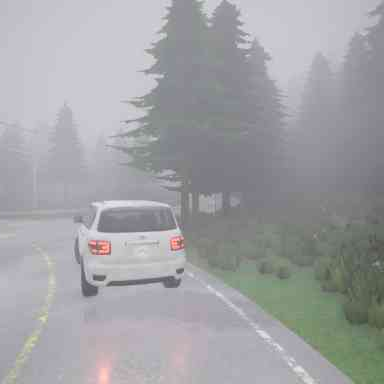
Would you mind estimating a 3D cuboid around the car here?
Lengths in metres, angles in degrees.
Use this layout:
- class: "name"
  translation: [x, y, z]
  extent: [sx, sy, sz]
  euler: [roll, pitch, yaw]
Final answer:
- class: "car"
  translation: [-1.894, 1.221, 8.971]
  extent: [2.150, 2.045, 5.566]
  euler: [0, 0, -20]
